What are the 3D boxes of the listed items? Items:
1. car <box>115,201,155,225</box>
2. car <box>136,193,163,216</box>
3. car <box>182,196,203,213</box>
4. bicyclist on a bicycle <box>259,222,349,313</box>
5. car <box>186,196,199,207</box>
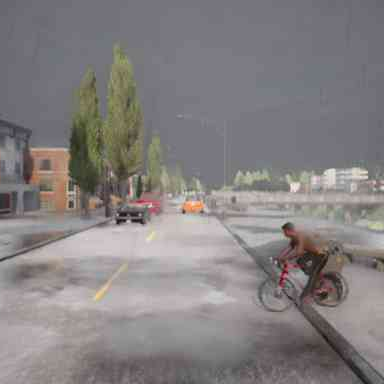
[{"bbox_3d":[-3.991,1.523,23.205,1.895,1.301,4.718,0,0,0],"label":"car"},{"bbox_3d":[-4.007,1.115,31.930,2.150,2.045,5.566,0,0,1],"label":"car"},{"bbox_3d":[0.102,1.236,34.889,2.097,1.767,4.553,0,0,0],"label":"car"},{"bbox_3d":[1.993,1.361,6.070,1.656,1.620,0.582,-6,0,0],"label":"bicyclist on a bicycle"},{"bbox_3d":[0.110,1.367,48.186,1.812,1.442,4.674,0,0,0],"label":"car"}]
